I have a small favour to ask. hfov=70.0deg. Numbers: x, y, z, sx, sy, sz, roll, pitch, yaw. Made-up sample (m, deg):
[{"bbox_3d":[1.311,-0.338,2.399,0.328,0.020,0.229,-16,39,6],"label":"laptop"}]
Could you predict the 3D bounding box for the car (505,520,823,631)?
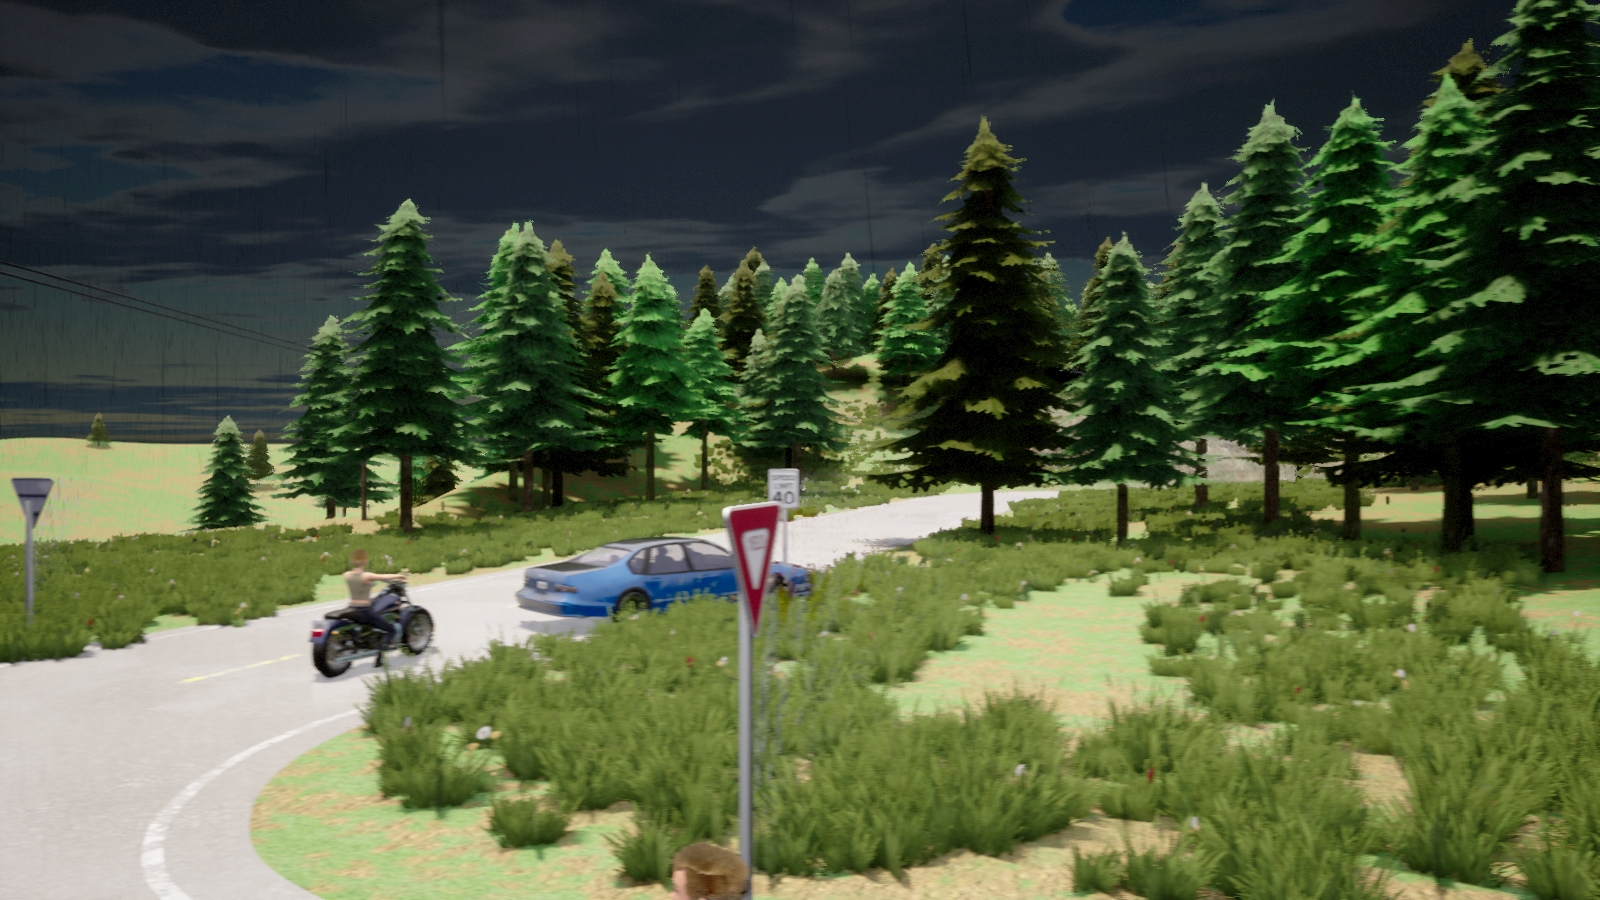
[{"bbox_3d":[-2.282,2.105,20.256,5.357,1.411,2.033,0,0,-40],"label":"car"}]
